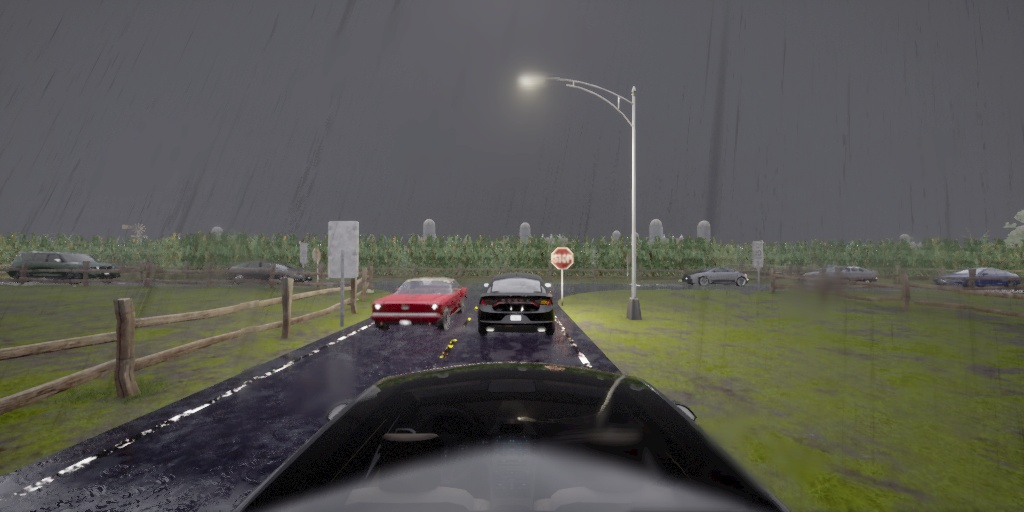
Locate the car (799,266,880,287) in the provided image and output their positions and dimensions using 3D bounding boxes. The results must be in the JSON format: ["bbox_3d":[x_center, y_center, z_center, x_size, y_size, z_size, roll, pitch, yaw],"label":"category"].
[{"bbox_3d":[23.655,1.471,26.045,4.902,1.511,2.128,0,-1,0],"label":"car"}]

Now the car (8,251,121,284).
[{"bbox_3d":[-29.173,0.754,23.487,5.566,2.045,2.150,1,-1,1],"label":"car"}]

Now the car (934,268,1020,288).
[{"bbox_3d":[33.671,1.590,25.966,4.674,1.442,1.812,0,-1,1],"label":"car"}]

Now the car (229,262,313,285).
[{"bbox_3d":[-15.585,1.132,23.340,4.892,1.490,1.837,1,-1,2],"label":"car"}]

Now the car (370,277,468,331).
[{"bbox_3d":[-2.608,1.353,11.142,1.895,1.301,4.718,0,0,1],"label":"car"}]

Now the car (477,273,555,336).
[{"bbox_3d":[0.152,1.230,10.486,1.882,1.535,5.008,0,0,2],"label":"car"}]

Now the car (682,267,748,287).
[{"bbox_3d":[14.712,1.470,26.111,4.181,1.385,1.994,0,-1,1],"label":"car"}]
